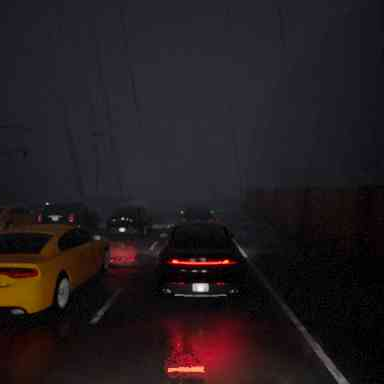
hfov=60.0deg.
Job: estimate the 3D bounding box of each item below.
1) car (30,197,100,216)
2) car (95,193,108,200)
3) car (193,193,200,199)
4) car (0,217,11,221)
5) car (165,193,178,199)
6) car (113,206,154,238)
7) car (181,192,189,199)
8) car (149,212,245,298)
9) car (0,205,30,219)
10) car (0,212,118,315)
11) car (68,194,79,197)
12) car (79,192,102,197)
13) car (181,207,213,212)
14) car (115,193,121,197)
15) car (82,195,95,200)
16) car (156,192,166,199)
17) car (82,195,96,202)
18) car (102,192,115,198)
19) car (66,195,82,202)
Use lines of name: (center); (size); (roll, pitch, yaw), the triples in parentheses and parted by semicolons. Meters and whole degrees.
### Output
car: (-6.698, 1.339, 18.462); (2.097, 1.767, 4.553); (0, 0, 1)
car: (-23.303, 1.112, 86.082); (2.097, 1.767, 4.553); (0, 1, 1)
car: (1.382, 1.174, 95.041); (1.994, 1.385, 4.181); (0, 1, 1)
car: (-6.812, 1.558, 8.442); (1.994, 1.385, 4.181); (0, 0, 0)
car: (-5.625, 1.149, 94.764); (2.128, 1.511, 4.902); (0, 1, 1)
car: (-3.203, 1.492, 17.770); (1.837, 1.490, 4.892); (0, 0, 0)
car: (-2.118, 0.977, 95.078); (2.097, 1.767, 4.553); (0, 1, 1)
car: (0.186, 1.499, 8.515); (1.837, 1.490, 4.892); (0, 0, 1)
car: (-10.199, 1.464, 18.474); (1.882, 1.535, 5.008); (0, 0, 1)
car: (-3.324, 1.472, 7.691); (1.882, 1.535, 5.008); (0, 0, 1)
car: (-23.699, 1.283, 66.162); (2.097, 1.767, 4.553); (0, 0, 1)
car: (-20.200, 1.264, 66.102); (2.097, 1.767, 4.553); (0, 0, 1)
car: (0.305, 1.550, 18.631); (1.994, 1.385, 4.181); (0, 0, 1)
car: (-19.801, 1.110, 86.175); (2.097, 1.767, 4.553); (0, 1, 1)
car: (-26.799, 1.350, 86.344); (1.895, 1.301, 4.718); (0, 1, 1)
car: (-9.125, 1.102, 94.839); (1.882, 1.535, 5.008); (0, 1, 1)
car: (-23.505, 1.414, 76.020); (1.994, 1.385, 4.181); (0, 0, 1)
car: (-20.005, 1.087, 75.983); (2.150, 2.045, 5.566); (0, 0, 1)
car: (-27.001, 1.413, 76.255); (1.994, 1.385, 4.181); (0, 0, 1)
